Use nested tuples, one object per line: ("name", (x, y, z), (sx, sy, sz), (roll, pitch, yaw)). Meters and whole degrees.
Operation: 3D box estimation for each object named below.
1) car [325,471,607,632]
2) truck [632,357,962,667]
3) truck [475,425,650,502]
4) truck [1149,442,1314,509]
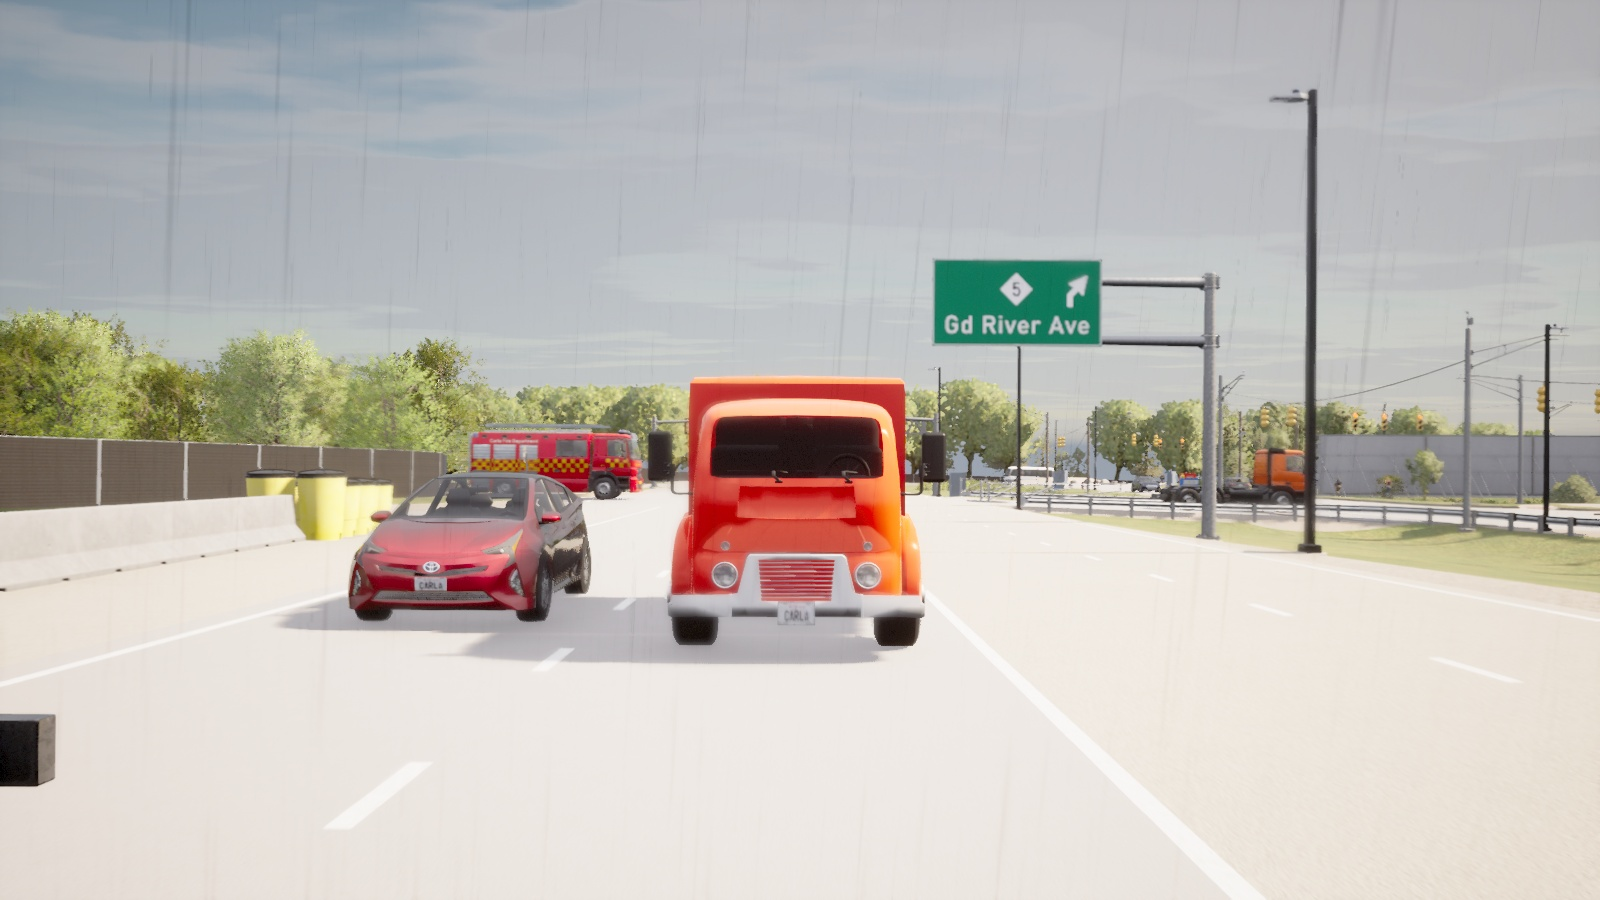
("car", (-3.533, 1.008, 14.254), (2.007, 1.525, 4.514), (0, -1, 0))
("truck", (-0.031, 0.535, 12.652), (2.627, 2.467, 5.204), (0, -1, 0))
("truck", (-12.085, 0.702, 64.468), (8.468, 3.827, 2.891), (0, -1, 0))
("truck", (23.344, 1.391, 68.161), (7.936, 3.462, 2.891), (1, -1, -1))
